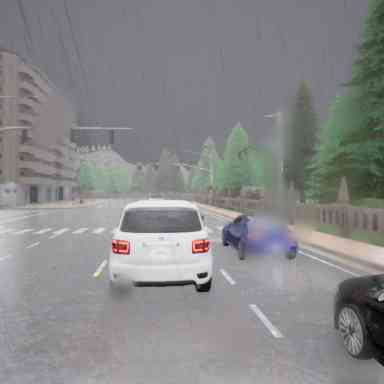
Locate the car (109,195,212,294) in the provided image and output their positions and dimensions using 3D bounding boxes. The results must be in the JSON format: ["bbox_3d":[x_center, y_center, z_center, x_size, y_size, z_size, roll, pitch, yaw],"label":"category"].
[{"bbox_3d":[-0.798,1.221,8.969,2.150,2.045,5.566,0,0,-5],"label":"car"}]

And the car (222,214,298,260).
[{"bbox_3d":[2.348,1.526,12.328,1.812,1.442,4.674,0,0,-6],"label":"car"}]

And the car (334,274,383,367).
[{"bbox_3d":[3.123,1.492,3.100,2.128,1.511,4.902,0,0,-3],"label":"car"}]
